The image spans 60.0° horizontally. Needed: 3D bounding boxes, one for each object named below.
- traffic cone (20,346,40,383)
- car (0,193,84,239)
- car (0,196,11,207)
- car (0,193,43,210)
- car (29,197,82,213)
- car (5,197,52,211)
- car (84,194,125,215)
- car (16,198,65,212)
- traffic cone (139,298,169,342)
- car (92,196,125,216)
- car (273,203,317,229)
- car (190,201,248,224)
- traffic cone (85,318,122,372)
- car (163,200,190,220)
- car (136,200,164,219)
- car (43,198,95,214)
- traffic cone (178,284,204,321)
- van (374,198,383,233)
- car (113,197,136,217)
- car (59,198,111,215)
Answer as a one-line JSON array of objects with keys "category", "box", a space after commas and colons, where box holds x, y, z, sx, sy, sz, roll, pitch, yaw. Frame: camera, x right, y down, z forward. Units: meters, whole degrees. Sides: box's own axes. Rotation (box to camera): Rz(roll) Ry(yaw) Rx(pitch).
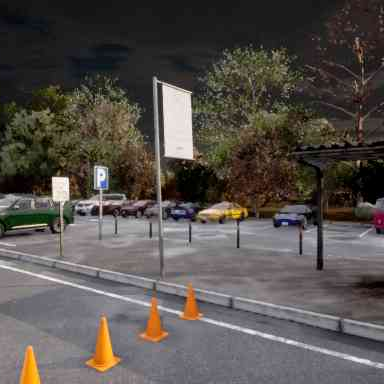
[{"category": "traffic cone", "box": [-1.741, 1.957, 3.570, 0.340, 0.580, 0.340, 0, 0, 35]}, {"category": "car", "box": [-8.875, 1.220, 17.272, 2.435, 2.045, 5.566, 0, 0, 35]}, {"category": "car", "box": [-29.192, 1.332, 47.810, 1.946, 1.575, 5.366, 1, 0, 35]}, {"category": "car", "box": [-22.502, 1.153, 42.843, 2.435, 2.045, 5.566, 0, 0, 35]}, {"category": "car", "box": [-15.567, 1.444, 38.227, 1.946, 1.575, 5.366, 0, 0, 35]}, {"category": "car", "box": [-20.201, 1.451, 41.295, 2.163, 1.488, 4.792, 0, 0, 35]}, {"category": "car", "box": [-8.876, 1.212, 33.261, 2.435, 2.045, 5.566, 0, 0, 35]}, {"category": "car", "box": [-17.958, 1.468, 39.646, 2.163, 1.488, 4.792, 0, 0, 35]}, {"category": "traffic cone", "box": [-0.591, 1.957, 5.202, 0.340, 0.580, 0.340, 0, 0, 35]}, {"category": "car", "box": [-6.586, 1.466, 31.693, 2.097, 1.535, 5.008, 0, 0, 35]}, {"category": "car", "box": [7.018, 1.513, 22.085, 2.163, 1.488, 4.792, 0, 0, 35]}, {"category": "car", "box": [2.386, 1.474, 25.151, 1.946, 1.575, 5.366, 0, 0, 35]}, {"category": "traffic cone", "box": [-1.166, 1.957, 4.386, 0.340, 0.580, 0.340, 0, 0, 35]}, {"category": "car", "box": [0.239, 1.504, 26.923, 2.163, 1.488, 4.792, 0, 0, 35]}, {"category": "car", "box": [-2.044, 1.473, 28.500, 2.231, 1.521, 4.892, 0, 0, 35]}, {"category": "car", "box": [-13.404, 1.454, 36.474, 2.097, 1.535, 5.008, 0, 0, 35]}, {"category": "traffic cone", "box": [-0.016, 1.957, 6.018, 0.340, 0.580, 0.340, 0, 0, 36]}, {"category": "van", "box": [11.642, 1.264, 19.012, 1.878, 1.987, 4.442, 0, 0, 35]}, {"category": "car", "box": [-4.315, 1.469, 30.096, 2.097, 1.535, 5.008, 0, 0, 35]}, {"category": "car", "box": [-11.132, 1.461, 34.876, 2.231, 1.521, 4.892, 0, 0, 35]}]
